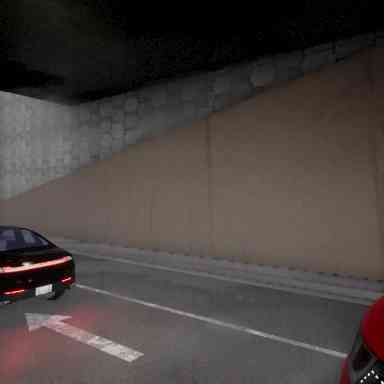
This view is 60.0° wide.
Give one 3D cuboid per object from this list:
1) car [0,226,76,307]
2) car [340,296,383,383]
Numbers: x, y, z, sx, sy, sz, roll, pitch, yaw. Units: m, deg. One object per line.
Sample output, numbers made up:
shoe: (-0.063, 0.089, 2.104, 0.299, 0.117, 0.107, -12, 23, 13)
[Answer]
car: (-4.550, 1.492, 7.215, 4.902, 1.511, 2.128, 0, 0, 36)
car: (3.627, 1.221, 1.357, 5.566, 2.045, 2.150, 0, 0, 35)
